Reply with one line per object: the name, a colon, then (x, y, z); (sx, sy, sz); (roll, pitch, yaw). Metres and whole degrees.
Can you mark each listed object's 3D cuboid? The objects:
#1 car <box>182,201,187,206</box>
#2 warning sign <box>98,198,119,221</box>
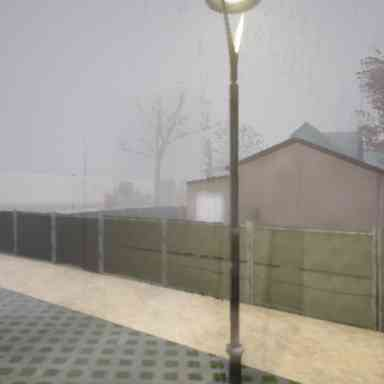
car: (0.417, 1.740, 46.003); (1.812, 1.442, 4.674); (4, 2, 32)
warning sign: (-7.187, 1.461, 28.726); (1.300, 1.860, 1.060); (4, 2, 31)
